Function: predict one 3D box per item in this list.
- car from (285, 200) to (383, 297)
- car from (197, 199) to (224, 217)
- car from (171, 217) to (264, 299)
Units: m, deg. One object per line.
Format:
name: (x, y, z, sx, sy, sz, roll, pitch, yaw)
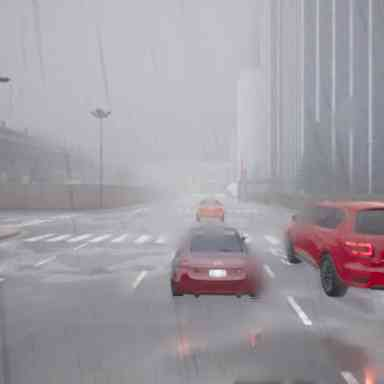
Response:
car: (4.030, 1.222, 8.658, 2.150, 2.045, 5.566, 0, 0, 3)
car: (1.498, 1.349, 27.211, 2.097, 1.767, 4.553, 0, 0, 3)
car: (0.564, 1.562, 8.539, 1.994, 1.385, 4.181, 0, 0, 2)
